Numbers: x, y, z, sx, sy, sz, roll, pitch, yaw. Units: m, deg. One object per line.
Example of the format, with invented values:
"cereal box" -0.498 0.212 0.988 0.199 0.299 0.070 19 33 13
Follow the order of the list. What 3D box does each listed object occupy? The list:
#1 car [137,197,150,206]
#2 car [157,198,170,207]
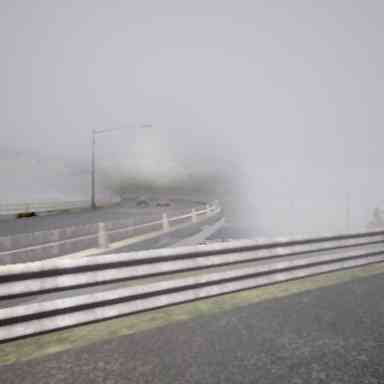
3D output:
"car" -8.112 1.594 55.383 1.837 1.490 4.892 0 0 -6
"car" -4.549 1.666 53.912 1.994 1.385 4.181 0 0 -3
